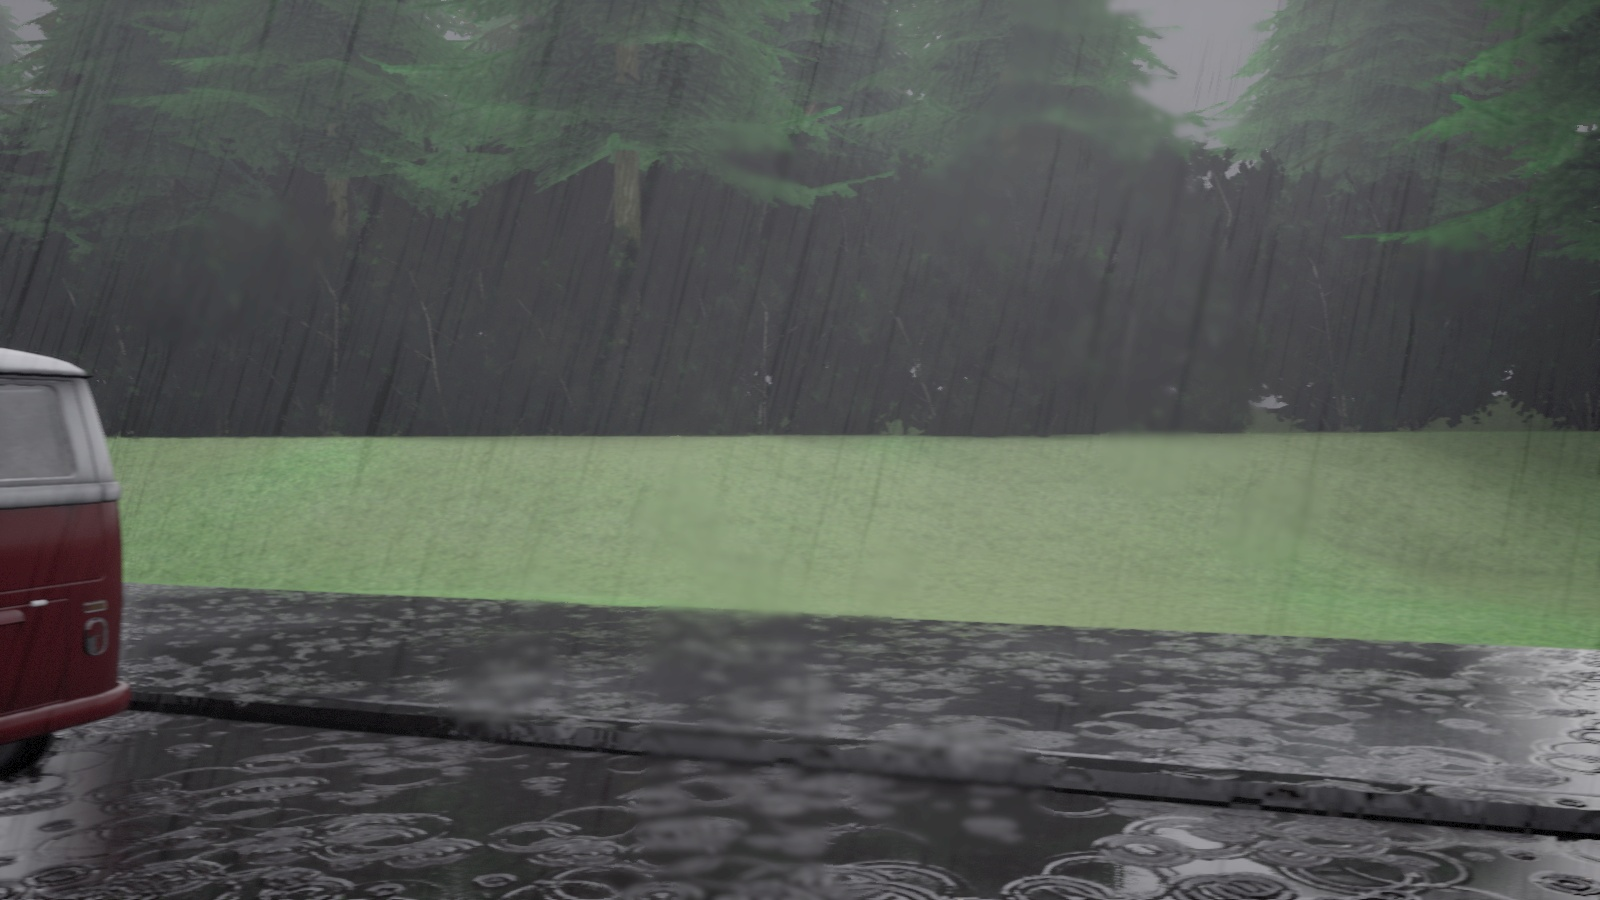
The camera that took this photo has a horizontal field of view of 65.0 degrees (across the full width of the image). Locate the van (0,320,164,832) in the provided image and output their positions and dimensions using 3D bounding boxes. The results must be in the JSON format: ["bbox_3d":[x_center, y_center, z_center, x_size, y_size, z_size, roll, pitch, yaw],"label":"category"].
[{"bbox_3d":[-5.237,0.472,5.480,4.442,1.987,1.775,1,1,19],"label":"van"}]
